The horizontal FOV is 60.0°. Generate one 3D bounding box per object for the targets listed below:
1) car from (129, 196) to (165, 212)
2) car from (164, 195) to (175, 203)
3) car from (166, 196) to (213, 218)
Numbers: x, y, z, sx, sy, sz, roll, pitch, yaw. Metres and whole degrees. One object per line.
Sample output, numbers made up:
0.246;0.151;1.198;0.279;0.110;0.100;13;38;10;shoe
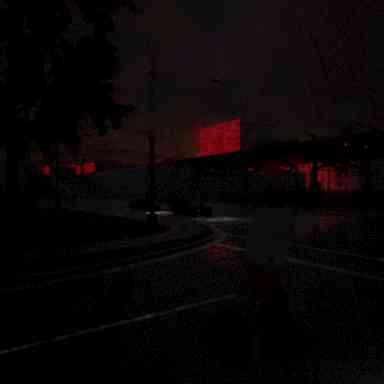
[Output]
-5.616;1.523;39.012;2.033;1.411;5.357;0;0;-33;car
-4.548;1.306;62.764;2.097;1.767;4.553;0;0;-34;car
-0.092;1.452;30.731;1.882;1.535;5.008;0;0;-34;car
